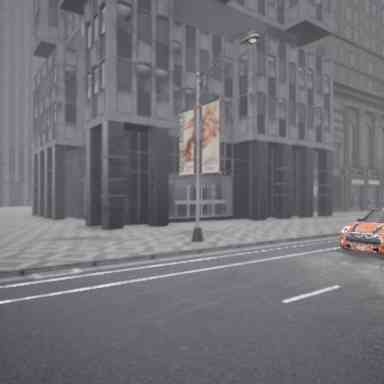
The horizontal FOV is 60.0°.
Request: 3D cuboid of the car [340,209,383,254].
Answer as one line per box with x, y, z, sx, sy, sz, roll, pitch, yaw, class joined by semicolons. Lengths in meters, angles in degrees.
7.979;1.460;13.393;4.553;1.767;2.097;1;0;-36;car
